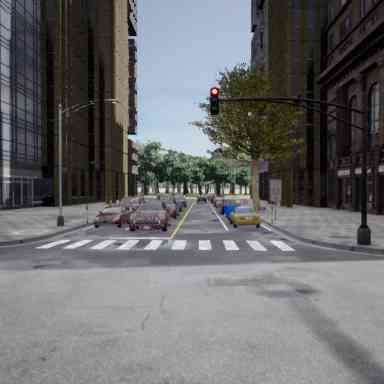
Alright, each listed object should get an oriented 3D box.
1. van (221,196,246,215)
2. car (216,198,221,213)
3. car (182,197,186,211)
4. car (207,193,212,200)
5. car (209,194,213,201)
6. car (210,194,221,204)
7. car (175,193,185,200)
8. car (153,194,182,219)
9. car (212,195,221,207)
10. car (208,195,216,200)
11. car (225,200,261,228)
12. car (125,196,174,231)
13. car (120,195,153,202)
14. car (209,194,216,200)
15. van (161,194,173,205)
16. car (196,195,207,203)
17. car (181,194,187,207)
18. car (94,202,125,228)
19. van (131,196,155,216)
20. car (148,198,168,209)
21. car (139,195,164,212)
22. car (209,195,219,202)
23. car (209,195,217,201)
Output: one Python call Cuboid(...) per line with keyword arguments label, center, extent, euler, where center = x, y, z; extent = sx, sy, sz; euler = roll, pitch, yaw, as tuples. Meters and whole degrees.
Cuboid(label="van", center=(3.554, 1.317, 27.375), extent=(1.690, 1.788, 3.998), euler=(-1, 0, 2))
Cuboid(label="car", center=(3.713, 1.532, 33.053), extent=(1.947, 1.339, 4.313), euler=(-1, 0, 2))
Cuboid(label="car", center=(-2.003, 1.557, 38.056), extent=(1.895, 1.301, 4.718), euler=(0, 0, 2))
Cuboid(label="car", center=(4.493, 1.213, 61.437), extent=(2.192, 1.841, 5.009), euler=(-1, 0, 2))
Cuboid(label="car", center=(4.338, 1.464, 55.761), extent=(2.008, 1.369, 4.403), euler=(-1, 0, 2))
Cuboid(label="car", center=(4.182, 1.473, 50.084), extent=(1.887, 1.381, 4.507), euler=(-1, 0, 2))
Cuboid(label="car", center=(-3.248, 1.130, 90.053), extent=(2.192, 1.841, 5.009), euler=(0, 0, 2))
Cuboid(label="car", center=(-2.255, 1.325, 28.988), extent=(2.097, 1.767, 4.553), euler=(0, 0, 2))
Cuboid(label="car", center=(4.030, 1.467, 44.577), extent=(1.752, 1.417, 4.829), euler=(-1, 0, 2))
Cuboid(label="car", center=(5.276, 1.381, 89.823), extent=(1.947, 1.339, 4.313), euler=(0, 0, 2))
Cuboid(label="car", center=(3.404, 1.509, 21.867), extent=(1.752, 1.417, 4.829), euler=(-1, 0, 2))
Cuboid(label="car", center=(-2.442, 1.338, 20.178), extent=(2.097, 1.767, 4.553), euler=(0, 0, 0))
Cuboid(label="car", center=(-4.969, 1.291, 27.601), extent=(2.192, 1.841, 5.009), euler=(-1, 0, 2))
Cuboid(label="car", center=(5.124, 1.358, 84.315), extent=(1.752, 1.417, 4.829), euler=(0, 0, 2))
Cuboid(label="van", center=(-4.186, 1.254, 55.989), extent=(1.690, 1.788, 3.998), euler=(0, 0, 2))
Cuboid(label="car", center=(1.959, 1.391, 65.843), extent=(1.837, 1.490, 4.892), euler=(0, 0, 2))
Cuboid(label="car", center=(-1.701, 1.438, 47.980), extent=(1.837, 1.490, 4.892), euler=(0, 0, 2))
Cuboid(label="car", center=(-5.122, 1.566, 21.923), extent=(1.802, 1.307, 4.206), euler=(-1, 0, 2))
Cuboid(label="van", center=(-4.812, 1.307, 33.279), extent=(1.690, 1.788, 3.998), euler=(-1, 0, 2))
Cuboid(label="car", center=(-4.497, 1.492, 44.635), extent=(2.008, 1.369, 4.403), euler=(-1, 0, 2))
Cuboid(label="car", center=(-4.655, 1.270, 38.957), extent=(2.192, 1.841, 5.009), euler=(-1, 0, 2))
Cuboid(label="car", center=(4.807, 1.417, 72.791), extent=(2.008, 1.369, 4.403), euler=(0, 0, 2))
Cuboid(label="car", center=(4.964, 1.432, 78.469), extent=(1.802, 1.307, 4.206), euler=(0, 0, 2))
